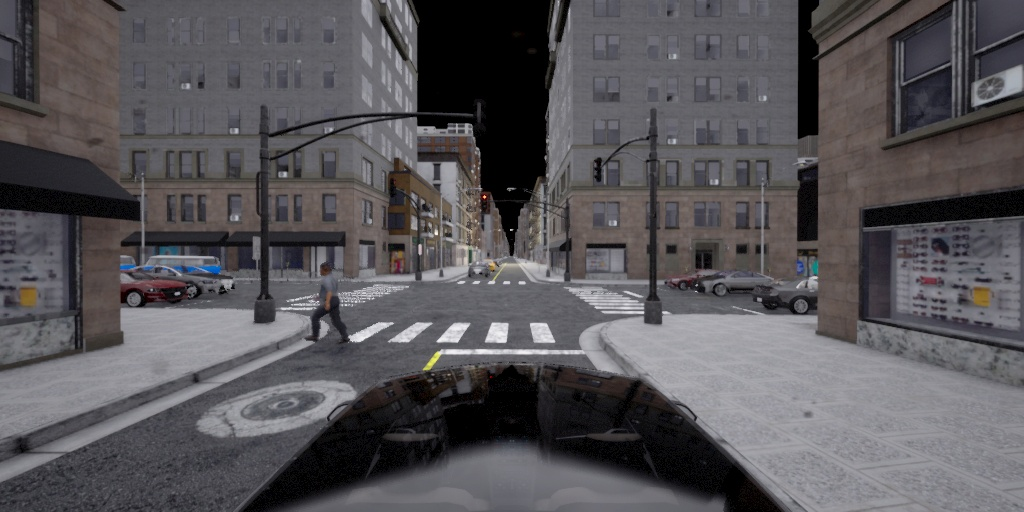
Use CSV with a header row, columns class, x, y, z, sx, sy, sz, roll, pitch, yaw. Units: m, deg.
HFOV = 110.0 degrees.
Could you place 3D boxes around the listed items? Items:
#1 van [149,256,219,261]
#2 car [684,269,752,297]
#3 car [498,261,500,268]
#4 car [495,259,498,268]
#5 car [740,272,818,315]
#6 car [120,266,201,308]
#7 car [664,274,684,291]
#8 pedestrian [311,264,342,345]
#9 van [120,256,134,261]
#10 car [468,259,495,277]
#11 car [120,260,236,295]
class,x,y,z,sx,sy,sz,roll,pitch,yaw
van,-20.607,0.880,22.401,3.998,1.789,1.690,0,0,0
car,12.100,1.438,19.600,4.181,1.385,1.994,1,0,0
car,-3.084,1.226,61.124,2.033,1.411,5.357,0,0,0
car,-3.110,1.183,44.728,1.882,1.535,5.008,0,0,0
car,11.615,1.454,13.649,4.403,1.370,2.007,0,0,0
car,-15.148,1.186,13.831,4.507,1.381,1.888,0,0,0
car,11.647,1.437,22.175,4.207,1.307,1.802,0,0,0
pedestrian,-4.125,1.042,7.977,0.375,1.860,0.375,0,0,0
van,-26.098,0.827,22.439,3.998,1.789,1.690,0,0,0
car,-3.103,1.212,34.645,2.128,1.511,4.902,0,0,0
car,-15.566,1.113,16.586,4.902,1.511,2.128,1,0,0
